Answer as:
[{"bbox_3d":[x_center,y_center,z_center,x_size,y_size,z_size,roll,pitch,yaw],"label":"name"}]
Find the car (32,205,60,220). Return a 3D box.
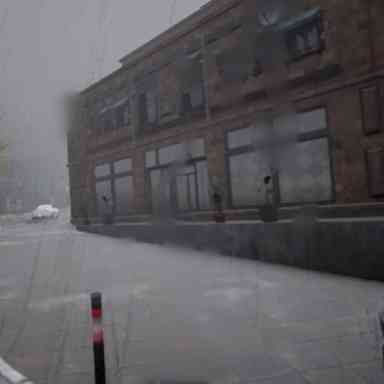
[{"bbox_3d":[-15.115,2.063,34.407,1.812,1.442,4.674,-3,0,-11],"label":"car"}]
